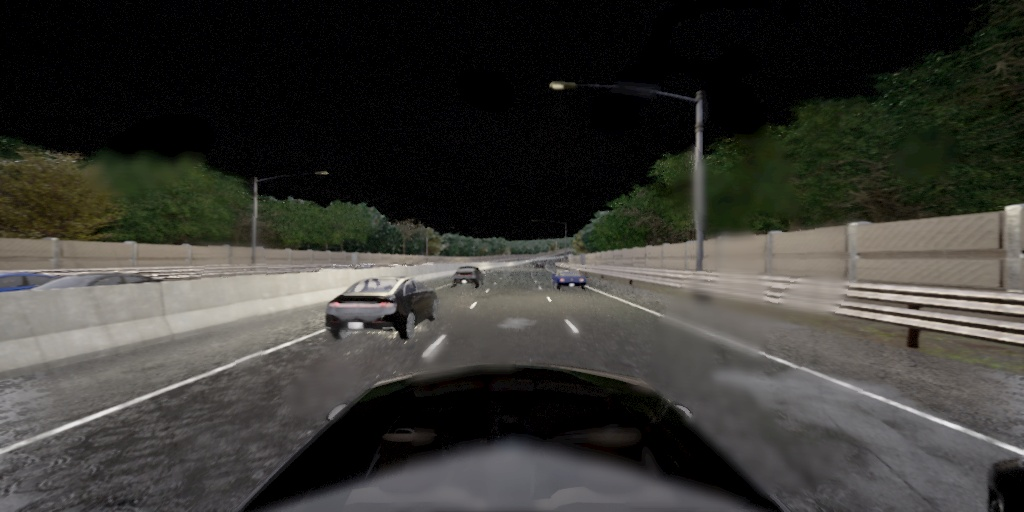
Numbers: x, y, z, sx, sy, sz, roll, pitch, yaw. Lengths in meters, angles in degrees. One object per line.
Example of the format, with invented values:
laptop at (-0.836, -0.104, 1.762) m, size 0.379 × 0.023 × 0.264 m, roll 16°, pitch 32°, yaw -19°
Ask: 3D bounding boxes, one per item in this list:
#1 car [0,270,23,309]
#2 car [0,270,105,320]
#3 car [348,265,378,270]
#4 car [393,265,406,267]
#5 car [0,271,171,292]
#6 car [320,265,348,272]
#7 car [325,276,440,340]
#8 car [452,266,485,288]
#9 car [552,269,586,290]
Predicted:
car at (-21.043, 1.304, 12.206) m, size 1.882 × 1.535 × 5.008 m, roll 0°, pitch -1°, yaw 1°
car at (-17.544, 1.307, 12.109) m, size 1.882 × 1.535 × 5.008 m, roll 0°, pitch -1°, yaw 1°
car at (-16.909, 1.705, 41.921) m, size 1.994 × 1.385 × 4.181 m, roll 0°, pitch -1°, yaw 2°
car at (-13.426, 1.748, 41.768) m, size 1.895 × 1.301 × 4.718 m, roll 0°, pitch -1°, yaw 2°
car at (-14.045, 1.310, 11.998) m, size 1.882 × 1.535 × 5.008 m, roll 0°, pitch -1°, yaw 1°
car at (-20.410, 1.734, 42.070) m, size 1.895 × 1.301 × 4.718 m, roll 0°, pitch -1°, yaw 2°
car at (-3.361, 1.318, 10.193) m, size 2.128 × 1.511 × 4.902 m, roll 0°, pitch -1°, yaw 0°
car at (-3.135, 1.499, 26.340) m, size 1.837 × 1.490 × 4.892 m, roll 0°, pitch -1°, yaw 1°
car at (3.836, 1.592, 24.996) m, size 1.895 × 1.301 × 4.718 m, roll 0°, pitch -1°, yaw 1°
